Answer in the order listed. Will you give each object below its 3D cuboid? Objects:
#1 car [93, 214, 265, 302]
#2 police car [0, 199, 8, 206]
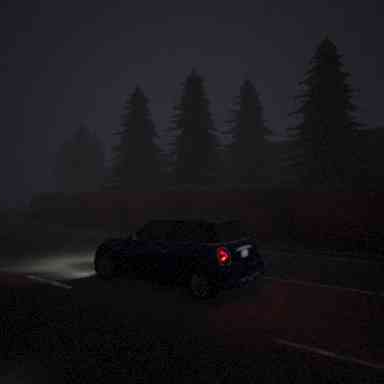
[{"bbox_3d":[-0.525,1.425,8.717,4.553,1.767,2.097,-1,-1,37],"label":"car"},{"bbox_3d":[-46.195,2.587,80.018,1.930,1.638,5.238,-1,0,-1],"label":"police car"}]
